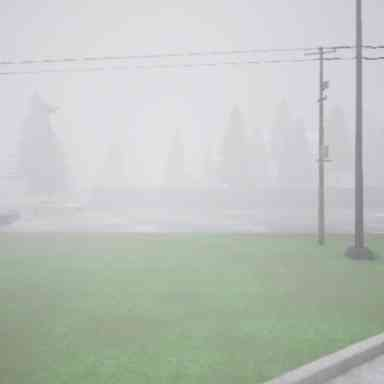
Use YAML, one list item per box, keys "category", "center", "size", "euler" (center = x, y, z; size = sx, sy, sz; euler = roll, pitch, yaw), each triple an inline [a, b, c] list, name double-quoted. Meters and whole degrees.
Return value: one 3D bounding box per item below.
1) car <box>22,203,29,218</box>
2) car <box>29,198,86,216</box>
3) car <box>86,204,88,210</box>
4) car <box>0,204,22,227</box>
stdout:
- category: "car"
  center: [-14.713, 1.424, 23.825]
  size: [4.892, 1.490, 1.837]
  euler: [0, 0, 3]
- category: "car"
  center: [-12.832, 1.354, 30.724]
  size: [5.008, 1.535, 1.882]
  euler: [0, 0, 3]
- category: "car"
  center: [-13.144, 1.384, 34.262]
  size: [4.674, 1.442, 1.812]
  euler: [0, 0, 3]
- category: "car"
  center: [-13.460, 1.413, 20.243]
  size: [5.008, 1.535, 1.882]
  euler: [0, 0, 3]
